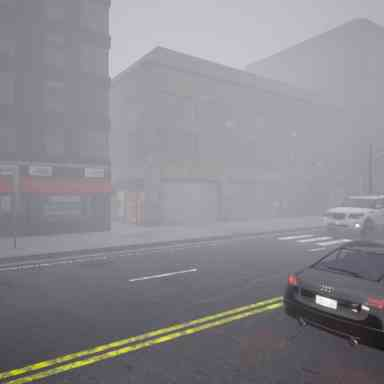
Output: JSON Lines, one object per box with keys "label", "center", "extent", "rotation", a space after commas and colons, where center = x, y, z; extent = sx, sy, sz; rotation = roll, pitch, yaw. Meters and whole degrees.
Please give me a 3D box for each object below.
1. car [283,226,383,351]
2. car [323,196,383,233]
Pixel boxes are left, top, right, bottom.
{"label": "car", "center": [3.585, 1.564, 5.976], "extent": [4.181, 1.385, 1.994], "rotation": [0, 0, -35]}
{"label": "car", "center": [9.629, 1.224, 18.476], "extent": [5.566, 2.045, 2.150], "rotation": [0, 0, -35]}
